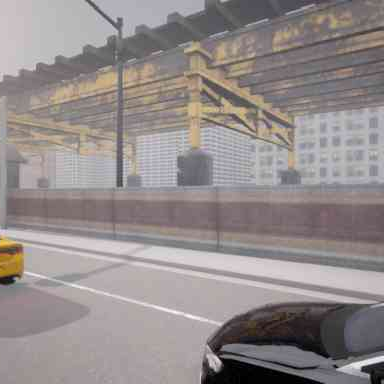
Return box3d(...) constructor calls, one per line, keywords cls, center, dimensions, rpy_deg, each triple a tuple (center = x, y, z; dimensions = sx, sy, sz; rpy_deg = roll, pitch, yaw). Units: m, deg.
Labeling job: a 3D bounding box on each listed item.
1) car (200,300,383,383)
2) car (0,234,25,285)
box3d(cls="car", center=(2.308, 1.503, 2.347), dimensions=(4.902, 1.511, 2.128), rpy_deg=(0, 0, 36))
box3d(cls="car", center=(-6.206, 1.502, 8.376), dimensions=(5.008, 1.535, 1.882), rpy_deg=(0, 0, 36))
